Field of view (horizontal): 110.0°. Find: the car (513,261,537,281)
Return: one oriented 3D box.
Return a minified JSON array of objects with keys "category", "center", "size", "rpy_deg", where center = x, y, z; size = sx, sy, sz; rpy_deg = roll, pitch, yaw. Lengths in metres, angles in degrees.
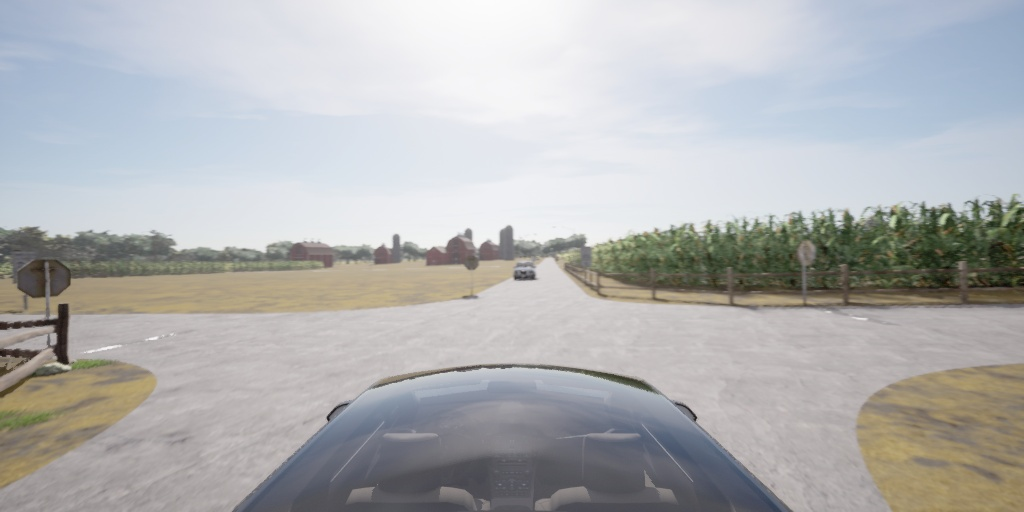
[{"category":"car","center":[1.382,1.545,37.165],"size":[2.150,2.045,5.566],"rpy_deg":[-1,1,6]}]
